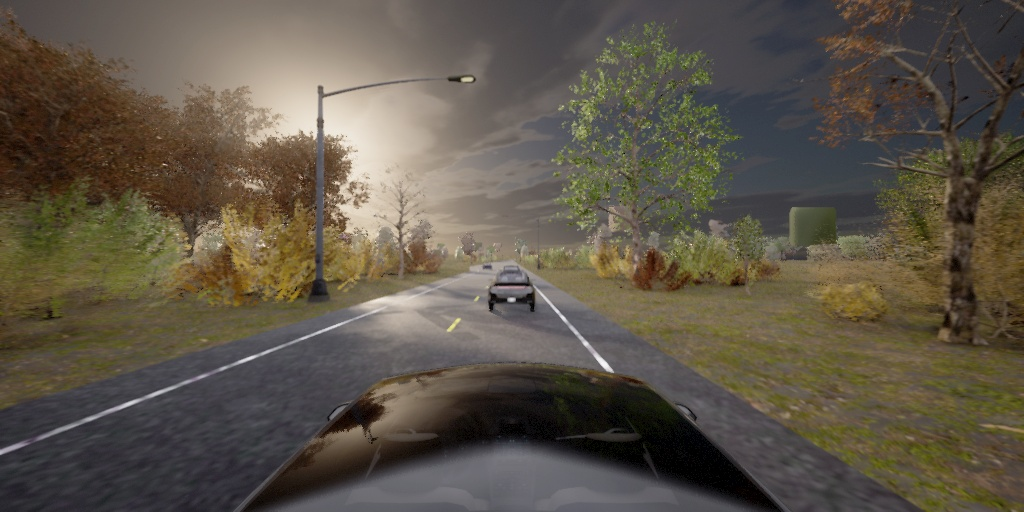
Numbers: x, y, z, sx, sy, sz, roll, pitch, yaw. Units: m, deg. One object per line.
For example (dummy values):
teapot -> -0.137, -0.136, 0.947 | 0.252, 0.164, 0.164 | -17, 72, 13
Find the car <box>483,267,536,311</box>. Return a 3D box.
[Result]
car -> -0.003, 1.386, 15.352 | 2.128, 1.511, 4.902 | 0, 0, 0
